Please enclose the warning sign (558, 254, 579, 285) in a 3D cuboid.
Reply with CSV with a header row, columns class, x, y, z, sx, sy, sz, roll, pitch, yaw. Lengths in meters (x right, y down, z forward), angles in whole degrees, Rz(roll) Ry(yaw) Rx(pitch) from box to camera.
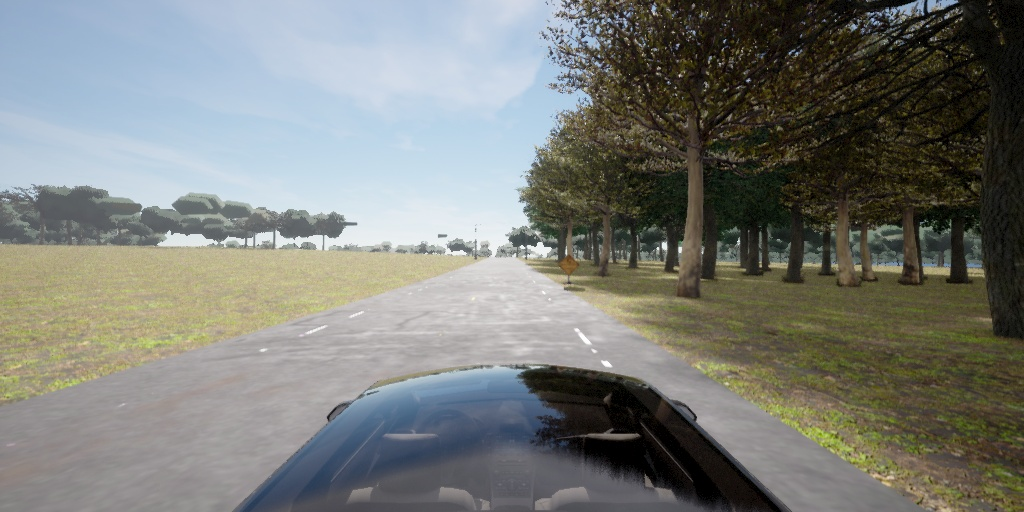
class,x,y,z,sx,sy,sz,roll,pitch,yaw
warning sign,3.498,0.826,22.003,1.300,1.860,1.060,0,0,0
